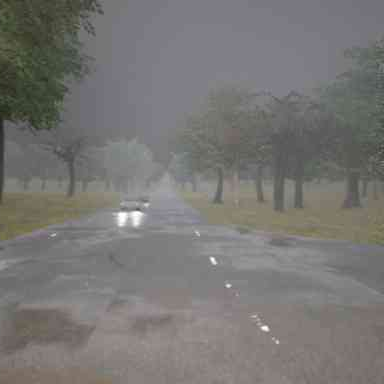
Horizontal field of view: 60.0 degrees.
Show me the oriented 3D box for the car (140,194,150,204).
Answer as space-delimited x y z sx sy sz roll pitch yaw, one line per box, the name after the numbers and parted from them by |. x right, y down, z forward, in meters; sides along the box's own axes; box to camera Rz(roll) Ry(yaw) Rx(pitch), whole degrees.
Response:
-7.634 1.051 52.725 2.033 1.411 5.357 1 1 -4 | car

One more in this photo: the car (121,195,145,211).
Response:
-6.374 1.266 35.255 1.895 1.301 4.718 1 0 -4 | car
